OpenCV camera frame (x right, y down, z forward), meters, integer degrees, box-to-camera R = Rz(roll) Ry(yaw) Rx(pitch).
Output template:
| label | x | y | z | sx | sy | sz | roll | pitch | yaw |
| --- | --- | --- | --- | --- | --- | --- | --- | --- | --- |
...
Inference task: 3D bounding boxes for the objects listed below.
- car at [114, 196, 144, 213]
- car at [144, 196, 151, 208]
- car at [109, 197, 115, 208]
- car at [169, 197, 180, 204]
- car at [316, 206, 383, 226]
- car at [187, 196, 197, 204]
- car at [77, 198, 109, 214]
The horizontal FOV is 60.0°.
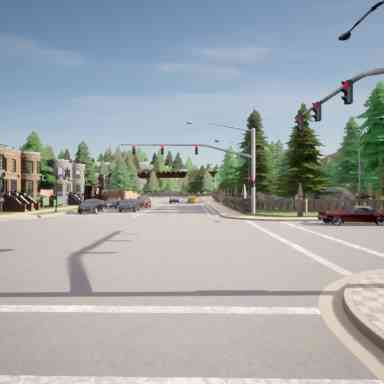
| label | x | y | z | sx | sy | sz | roll | pitch | yaw |
| --- | --- | --- | --- | --- | --- | --- | --- | --- | --- |
| car | -7.086 | 1.506 | 37.898 | 1.837 | 1.490 | 4.892 | 0 | 0 | 0 |
| car | -7.082 | 1.351 | 47.348 | 2.097 | 1.767 | 4.553 | 0 | 0 | 0 |
| car | -10.597 | 1.492 | 44.894 | 2.128 | 1.511 | 4.902 | 0 | 0 | 0 |
| car | -3.437 | 1.601 | 65.254 | 1.895 | 1.301 | 4.718 | 0 | 0 | 0 |
| car | 11.176 | 1.601 | 22.934 | 4.718 | 1.301 | 1.895 | 0 | 0 | 2 |
| car | 0.063 | 1.477 | 64.966 | 1.882 | 1.535 | 5.008 | 0 | 0 | 0 |
| car | -10.596 | 1.506 | 35.205 | 1.837 | 1.490 | 4.892 | 0 | 0 | 0 |
